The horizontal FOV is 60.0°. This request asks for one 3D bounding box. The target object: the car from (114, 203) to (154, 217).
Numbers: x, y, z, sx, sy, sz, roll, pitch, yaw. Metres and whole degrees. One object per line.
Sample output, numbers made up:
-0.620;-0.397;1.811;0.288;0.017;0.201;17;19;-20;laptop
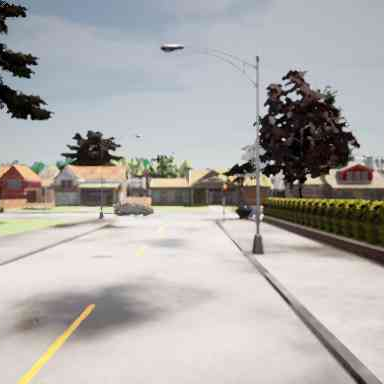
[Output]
-6.236;1.906;35.980;4.181;1.385;1.994;0;-1;0;car
